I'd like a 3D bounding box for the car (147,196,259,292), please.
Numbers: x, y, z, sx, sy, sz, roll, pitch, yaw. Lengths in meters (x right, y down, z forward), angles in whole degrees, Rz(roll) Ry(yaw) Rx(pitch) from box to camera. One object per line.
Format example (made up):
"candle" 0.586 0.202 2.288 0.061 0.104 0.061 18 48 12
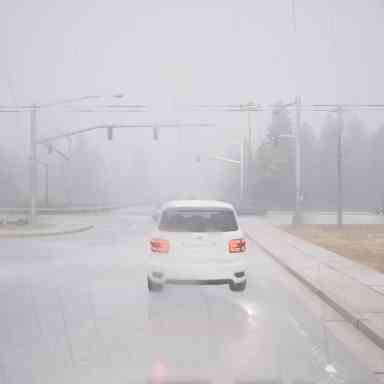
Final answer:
"car" 0.066 1.218 9.092 2.150 2.045 5.566 0 0 -2

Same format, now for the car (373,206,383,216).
"car" 19.173 1.532 30.419 4.892 1.490 1.837 0 0 1

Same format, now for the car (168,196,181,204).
"car" -3.435 1.492 65.397 2.128 1.511 4.902 0 0 1

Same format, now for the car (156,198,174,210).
"car" -3.594 1.547 44.945 2.033 1.411 5.357 0 0 0

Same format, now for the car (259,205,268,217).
"car" 4.819 1.585 30.683 4.181 1.385 1.994 0 0 1

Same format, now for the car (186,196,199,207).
"car" 0.085 1.491 53.377 2.128 1.511 4.902 0 0 0

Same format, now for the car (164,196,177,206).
"car" -3.567 1.505 55.132 1.837 1.490 4.892 0 0 0
